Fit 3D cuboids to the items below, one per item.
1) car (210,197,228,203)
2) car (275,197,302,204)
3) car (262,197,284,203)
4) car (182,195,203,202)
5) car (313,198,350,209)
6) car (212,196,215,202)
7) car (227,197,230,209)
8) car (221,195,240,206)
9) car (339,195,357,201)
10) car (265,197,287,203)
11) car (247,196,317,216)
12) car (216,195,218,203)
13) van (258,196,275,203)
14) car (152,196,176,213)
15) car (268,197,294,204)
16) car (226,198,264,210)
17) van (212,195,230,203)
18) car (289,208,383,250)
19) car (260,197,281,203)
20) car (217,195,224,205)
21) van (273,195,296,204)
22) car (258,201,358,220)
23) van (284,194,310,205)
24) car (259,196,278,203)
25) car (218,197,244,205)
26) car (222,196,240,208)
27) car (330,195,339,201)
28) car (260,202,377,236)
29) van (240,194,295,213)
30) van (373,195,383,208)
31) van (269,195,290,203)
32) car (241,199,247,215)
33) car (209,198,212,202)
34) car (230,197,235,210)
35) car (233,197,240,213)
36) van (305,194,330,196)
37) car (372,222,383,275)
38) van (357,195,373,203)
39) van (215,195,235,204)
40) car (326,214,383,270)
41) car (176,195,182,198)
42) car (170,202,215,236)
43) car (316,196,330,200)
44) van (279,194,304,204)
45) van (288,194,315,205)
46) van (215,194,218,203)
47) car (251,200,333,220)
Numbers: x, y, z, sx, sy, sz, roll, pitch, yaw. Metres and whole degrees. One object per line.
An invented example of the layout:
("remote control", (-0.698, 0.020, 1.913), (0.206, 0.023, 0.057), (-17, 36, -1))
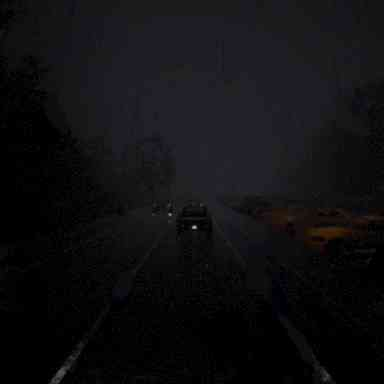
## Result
("car", (7.579, 2.260, 92.983), (4.792, 1.488, 2.163), (0, -1, 0))
("car", (20.456, 1.755, 70.521), (5.008, 1.535, 2.097), (0, -1, 0))
("car", (20.556, 2.045, 84.368), (5.008, 1.535, 2.097), (0, -1, 0))
("car", (0.197, 1.429, 36.219), (2.097, 1.767, 4.553), (0, 0, 0))
("car", (20.279, 1.661, 48.505), (4.674, 1.452, 2.002), (0, 0, 0))
("car", (7.379, 1.472, 68.026), (5.566, 2.045, 2.435), (0, 0, 0))
("car", (7.102, 1.618, 40.264), (4.792, 1.488, 2.163), (0, 0, 0))
("car", (7.191, 1.630, 48.592), (4.892, 1.521, 2.231), (0, 0, 0))
("car", (20.159, 1.315, 37.300), (5.566, 2.045, 2.435), (0, 0, 0))
("car", (20.533, 1.988, 81.598), (4.892, 1.521, 2.231), (0, -1, 0))
("car", (7.052, 1.398, 26.386), (4.553, 1.767, 2.185), (0, 0, 0))
("car", (7.279, 1.682, 59.697), (5.008, 1.535, 2.097), (0, 0, 0))
("van", (20.744, 1.993, 92.680), (4.442, 1.987, 1.878), (0, -1, 0))
("car", (-3.239, 1.436, 37.580), (2.097, 1.767, 4.553), (0, 0, 0))
("car", (20.311, 1.868, 76.059), (5.366, 1.575, 1.946), (0, -1, 0))
("car", (7.181, 1.616, 45.816), (4.892, 1.521, 2.231), (0, 0, 0))
("van", (7.622, 1.888, 87.438), (4.442, 1.987, 1.878), (0, -1, 0))
("car", (6.725, 1.536, 12.515), (5.366, 1.575, 1.946), (0, 0, 0))
("car", (20.579, 2.105, 87.263), (5.008, 1.535, 2.097), (0, -1, 0))
("car", (7.033, 1.639, 51.370), (5.366, 1.575, 1.946), (0, 0, 0))
("van", (20.356, 1.587, 73.296), (4.442, 1.987, 1.878), (0, -1, 0))
("car", (7.162, 1.512, 20.838), (5.366, 1.575, 1.946), (0, 0, 0))
("van", (20.524, 1.475, 65.001), (4.442, 1.987, 1.878), (0, 0, 0))
("car", (20.574, 2.035, 89.910), (4.553, 1.767, 2.185), (0, -1, 0))
("car", (7.310, 1.736, 62.472), (4.674, 1.452, 2.002), (0, 0, 0))
("car", (6.967, 1.599, 43.042), (5.366, 1.575, 1.946), (0, 0, 0))
("car", (20.181, 1.329, 40.070), (5.566, 2.045, 2.435), (0, 0, 0))
("car", (6.770, 1.516, 18.188), (5.366, 1.575, 1.946), (0, 0, 0))
("van", (7.181, 1.322, 31.936), (4.442, 1.987, 1.878), (0, 0, 0))
("van", (20.260, 1.314, 31.759), (4.442, 1.987, 1.878), (0, 0, 0))
("van", (20.634, 1.703, 78.832), (4.442, 1.987, 1.878), (0, -1, 0))
("car", (7.072, 1.564, 29.159), (4.792, 1.488, 2.163), (0, 0, 0))
("car", (7.489, 2.056, 84.658), (5.008, 1.535, 2.097), (0, -1, 0))
("car", (7.079, 1.604, 37.488), (4.792, 1.488, 2.163), (0, 0, 0))
("car", (7.058, 1.591, 34.712), (4.792, 1.488, 2.163), (0, 0, 0))
("van", (20.415, 1.409, 51.276), (4.442, 1.987, 1.878), (0, 0, 0))
("car", (7.052, 1.557, 6.960), (5.366, 1.575, 1.946), (0, 0, 0))
("van", (20.048, 1.328, 34.531), (4.442, 1.987, 1.878), (0, 0, 0))
("van", (7.278, 1.598, 73.562), (4.442, 1.987, 1.878), (0, -1, 0))
("car", (6.895, 1.550, 9.738), (4.892, 1.521, 2.231), (0, 0, 0))
("car", (-2.888, 1.423, 78.128), (2.097, 1.767, 4.553), (0, -1, 0))
("car", (0.129, 1.519, 18.732), (2.128, 1.511, 4.902), (0, 0, 0))
("car", (20.248, 1.607, 45.610), (5.008, 1.535, 2.097), (0, 0, 0))
("van", (20.314, 1.490, 67.906), (4.442, 1.987, 1.878), (0, -1, 0))
("van", (20.503, 1.462, 62.356), (4.442, 1.987, 1.878), (0, 0, 0))
("van", (7.212, 1.484, 65.251), (4.442, 1.987, 1.878), (0, 0, 0))
("car", (6.992, 1.517, 23.607), (4.892, 1.521, 2.231), (0, 0, 0))
